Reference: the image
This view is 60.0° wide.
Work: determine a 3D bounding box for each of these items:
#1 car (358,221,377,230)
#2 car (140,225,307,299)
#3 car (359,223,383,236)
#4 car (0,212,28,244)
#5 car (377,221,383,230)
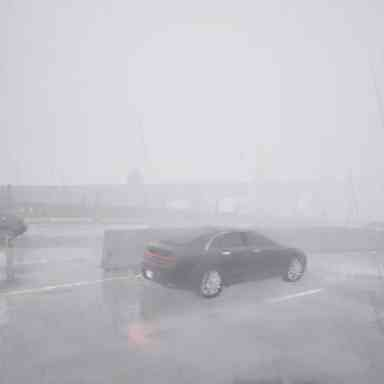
[{"bbox_3d":[15.692,3.256,28.036,4.553,1.767,2.097,6,-4,-35],"label":"car"},{"bbox_3d":[1.035,1.641,8.785,4.892,1.490,1.837,2,-1,-35],"label":"car"},{"bbox_3d":[23.717,4.849,42.298,5.357,1.411,2.033,7,-4,-35],"label":"car"},{"bbox_3d":[-9.732,1.499,14.243,4.902,1.511,2.128,1,-1,-35],"label":"car"},{"bbox_3d":[7.172,1.723,8.864,4.553,1.767,2.097,4,-2,-35],"label":"car"}]
